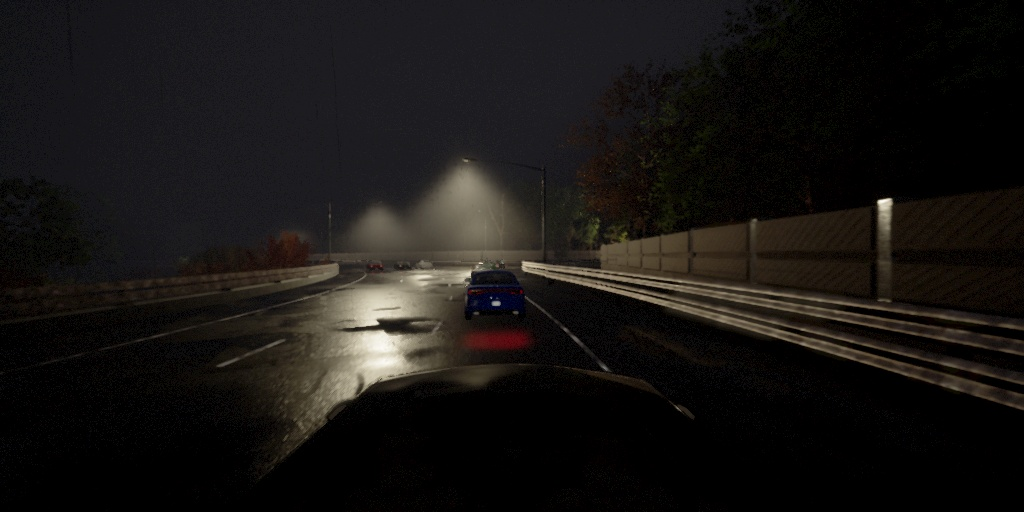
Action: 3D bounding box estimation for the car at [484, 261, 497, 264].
[{"bbox_3d":[-2.537,1.367,31.379,1.895,1.301,4.718,0,0,-4],"label":"car"}]

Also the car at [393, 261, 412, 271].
[{"bbox_3d":[-15.770,1.431,51.437,1.895,1.301,4.718,0,0,-28],"label":"car"}]

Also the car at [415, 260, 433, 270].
[{"bbox_3d":[-13.252,1.345,54.039,1.812,1.442,4.674,0,0,-28],"label":"car"}]

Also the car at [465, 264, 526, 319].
[{"bbox_3d":[-0.674,1.232,12.879,1.882,1.535,5.008,0,0,-5],"label":"car"}]

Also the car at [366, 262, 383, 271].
[{"bbox_3d":[-19.780,1.450,51.548,1.895,1.301,4.718,0,0,-28],"label":"car"}]

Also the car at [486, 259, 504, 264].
[{"bbox_3d":[-2.058,1.117,41.571,2.097,1.767,4.553,0,0,9],"label":"car"}]
